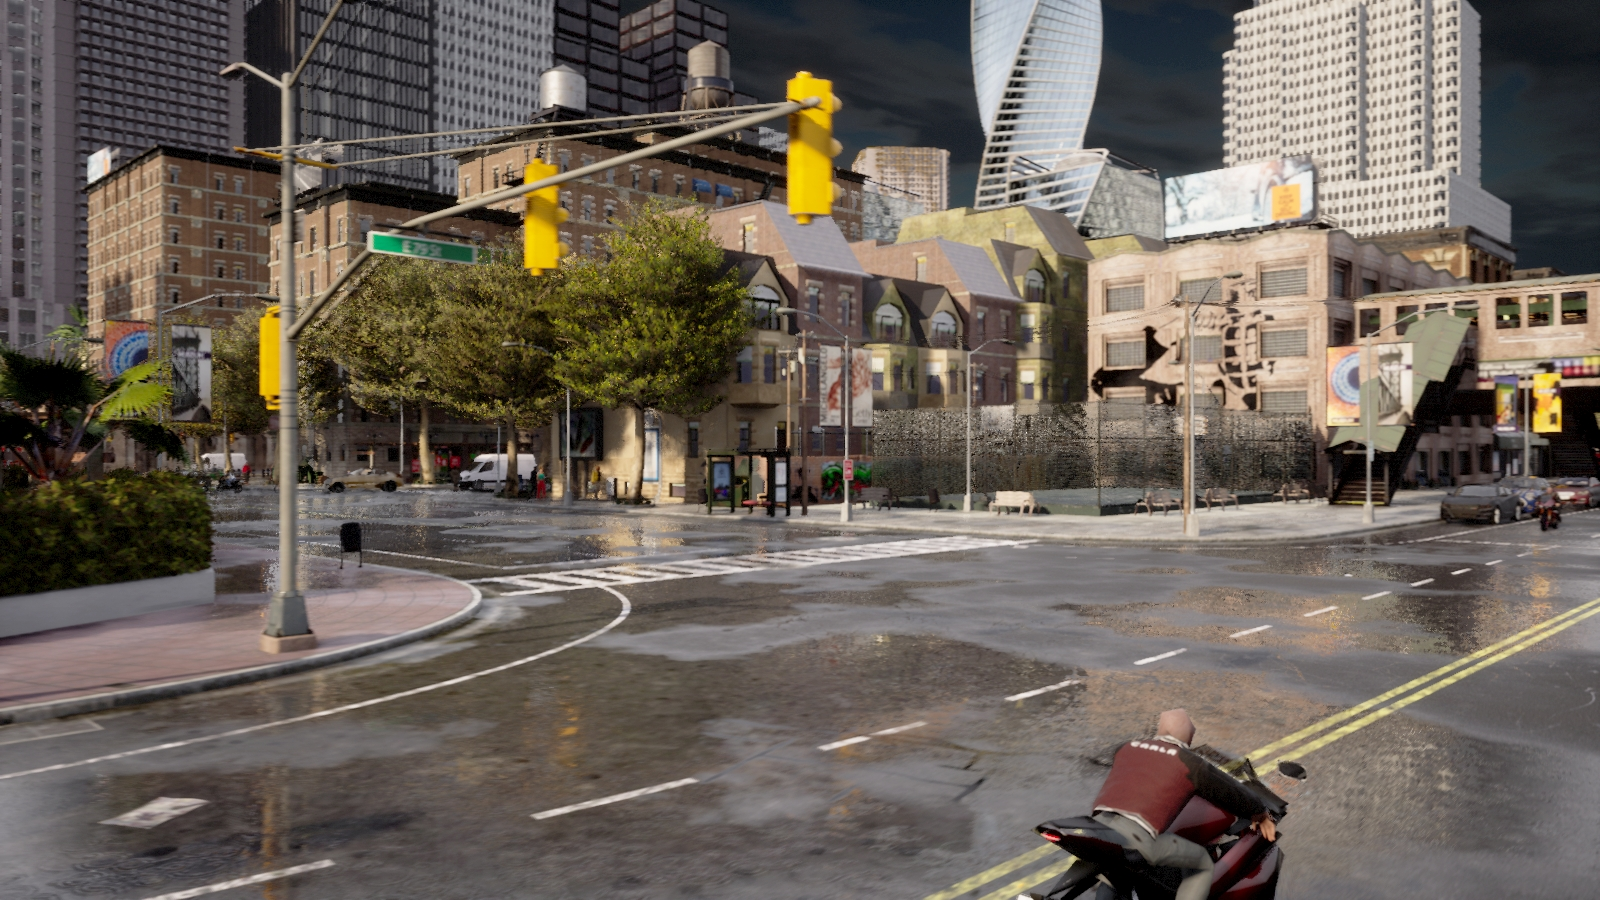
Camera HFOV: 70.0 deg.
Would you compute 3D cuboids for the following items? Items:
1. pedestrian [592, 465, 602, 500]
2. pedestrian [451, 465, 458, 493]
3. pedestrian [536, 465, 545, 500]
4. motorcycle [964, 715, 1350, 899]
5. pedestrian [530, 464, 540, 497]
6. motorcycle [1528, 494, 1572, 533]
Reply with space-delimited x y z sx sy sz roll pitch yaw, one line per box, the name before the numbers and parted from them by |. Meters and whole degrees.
pedestrian | -10.769 1.727 60.606 0.375 1.860 0.375 0 0 45
pedestrian | -22.769 1.890 75.358 0.375 1.860 0.375 0 0 -29
pedestrian | -13.923 1.731 61.315 0.375 1.860 0.375 0 0 -36
motorcycle | 1.869 2.207 5.745 2.209 1.251 0.867 0 0 -43
pedestrian | -15.217 1.731 65.609 0.375 1.860 0.375 0 0 -41
motorcycle | 26.373 2.211 40.173 0.867 1.251 2.209 0 0 45
